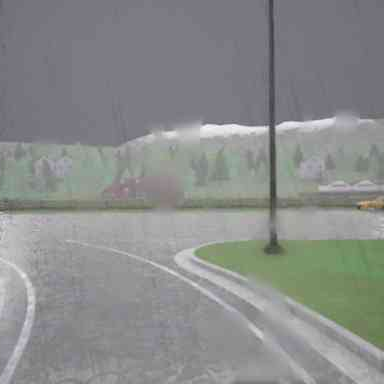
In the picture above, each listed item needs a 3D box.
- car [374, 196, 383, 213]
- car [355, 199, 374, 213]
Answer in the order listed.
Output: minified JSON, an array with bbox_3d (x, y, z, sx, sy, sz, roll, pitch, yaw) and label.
[{"bbox_3d":[17.759,0.988,26.774,4.553,1.767,2.097,-1,0,2],"label":"car"},{"bbox_3d":[17.583,1.097,30.285,5.008,1.535,1.882,-1,0,2],"label":"car"}]
